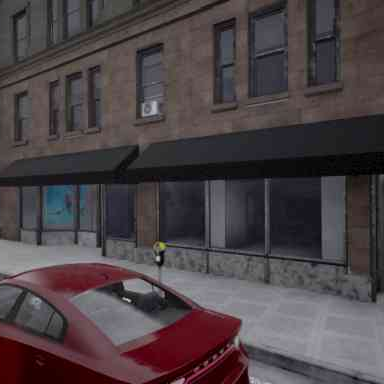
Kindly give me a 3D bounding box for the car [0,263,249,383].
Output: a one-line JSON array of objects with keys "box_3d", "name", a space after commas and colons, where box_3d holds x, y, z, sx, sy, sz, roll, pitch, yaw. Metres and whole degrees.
[{"box_3d": [-1.554, 1.545, 3.958, 4.507, 1.381, 1.887, 0, 0, 35], "name": "car"}]
